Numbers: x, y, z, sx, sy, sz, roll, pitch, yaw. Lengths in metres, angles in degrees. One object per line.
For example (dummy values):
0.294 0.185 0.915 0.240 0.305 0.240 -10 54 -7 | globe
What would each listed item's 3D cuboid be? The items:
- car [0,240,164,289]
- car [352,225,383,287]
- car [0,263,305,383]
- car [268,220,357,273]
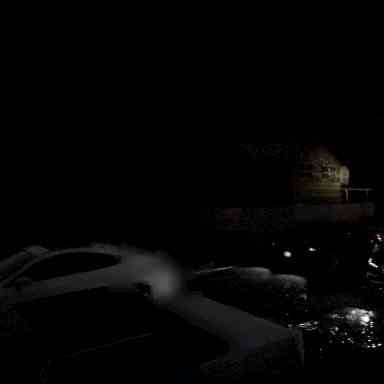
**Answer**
-2.549 1.644 5.859 4.674 1.442 1.812 0 -1 -38 | car
6.253 1.539 8.343 4.892 1.490 1.837 0 -1 -37 | car
-1.214 1.660 2.771 4.718 1.301 1.895 0 -1 -37 | car
4.483 1.657 11.055 4.181 1.385 1.994 0 -1 -35 | car
